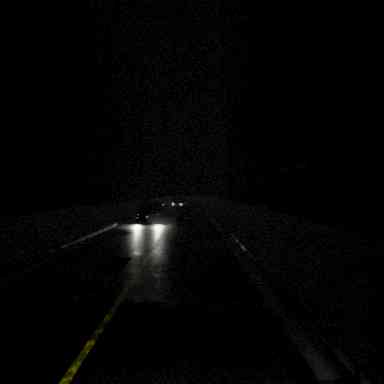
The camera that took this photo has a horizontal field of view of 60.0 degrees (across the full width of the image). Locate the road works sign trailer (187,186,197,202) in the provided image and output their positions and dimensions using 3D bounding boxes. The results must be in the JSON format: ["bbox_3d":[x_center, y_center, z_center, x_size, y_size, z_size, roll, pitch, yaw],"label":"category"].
[{"bbox_3d":[0.009,0.513,75.691,2.380,3.560,2.880,0,0,0],"label":"road works sign trailer"}]

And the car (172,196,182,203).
[{"bbox_3d":[-2.994,1.503,67.703,1.882,1.535,5.008,0,0,0],"label":"car"}]

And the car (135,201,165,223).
[{"bbox_3d":[-3.095,1.493,25.368,1.837,1.490,4.892,0,0,0],"label":"car"}]
